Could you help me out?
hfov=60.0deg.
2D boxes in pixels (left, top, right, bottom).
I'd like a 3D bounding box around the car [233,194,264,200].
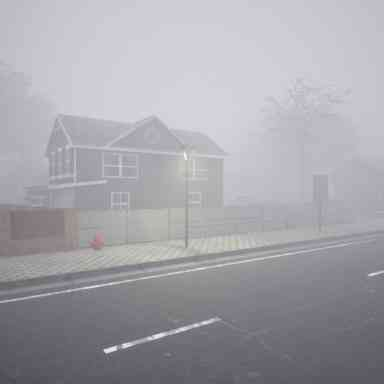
[{"bbox_3d":[7.347,1.270,42.081,2.150,2.045,5.566,0,0,-35],"label":"car"}]
